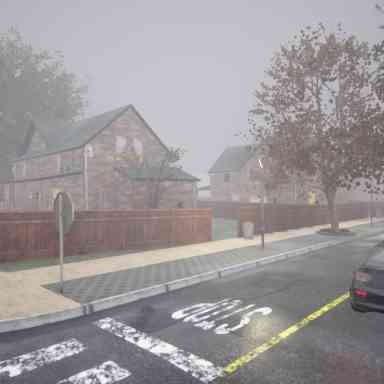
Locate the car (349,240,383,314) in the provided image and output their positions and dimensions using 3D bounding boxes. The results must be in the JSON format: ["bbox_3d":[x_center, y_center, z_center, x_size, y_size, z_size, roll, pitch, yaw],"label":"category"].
[{"bbox_3d":[4.752,1.615,6.873,1.812,1.442,4.674,-1,-1,43],"label":"car"}]
